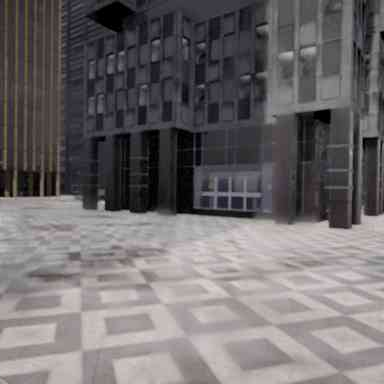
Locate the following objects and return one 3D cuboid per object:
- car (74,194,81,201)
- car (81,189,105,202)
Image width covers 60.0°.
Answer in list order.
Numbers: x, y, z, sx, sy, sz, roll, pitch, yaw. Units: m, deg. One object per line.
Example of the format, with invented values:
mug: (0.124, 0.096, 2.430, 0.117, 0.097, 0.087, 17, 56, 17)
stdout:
car: (-17.551, 0.853, 56.913, 2.033, 1.411, 5.357, 1, 1, 35)
car: (-14.879, 0.602, 55.053, 2.150, 2.045, 5.566, 1, 1, 35)
